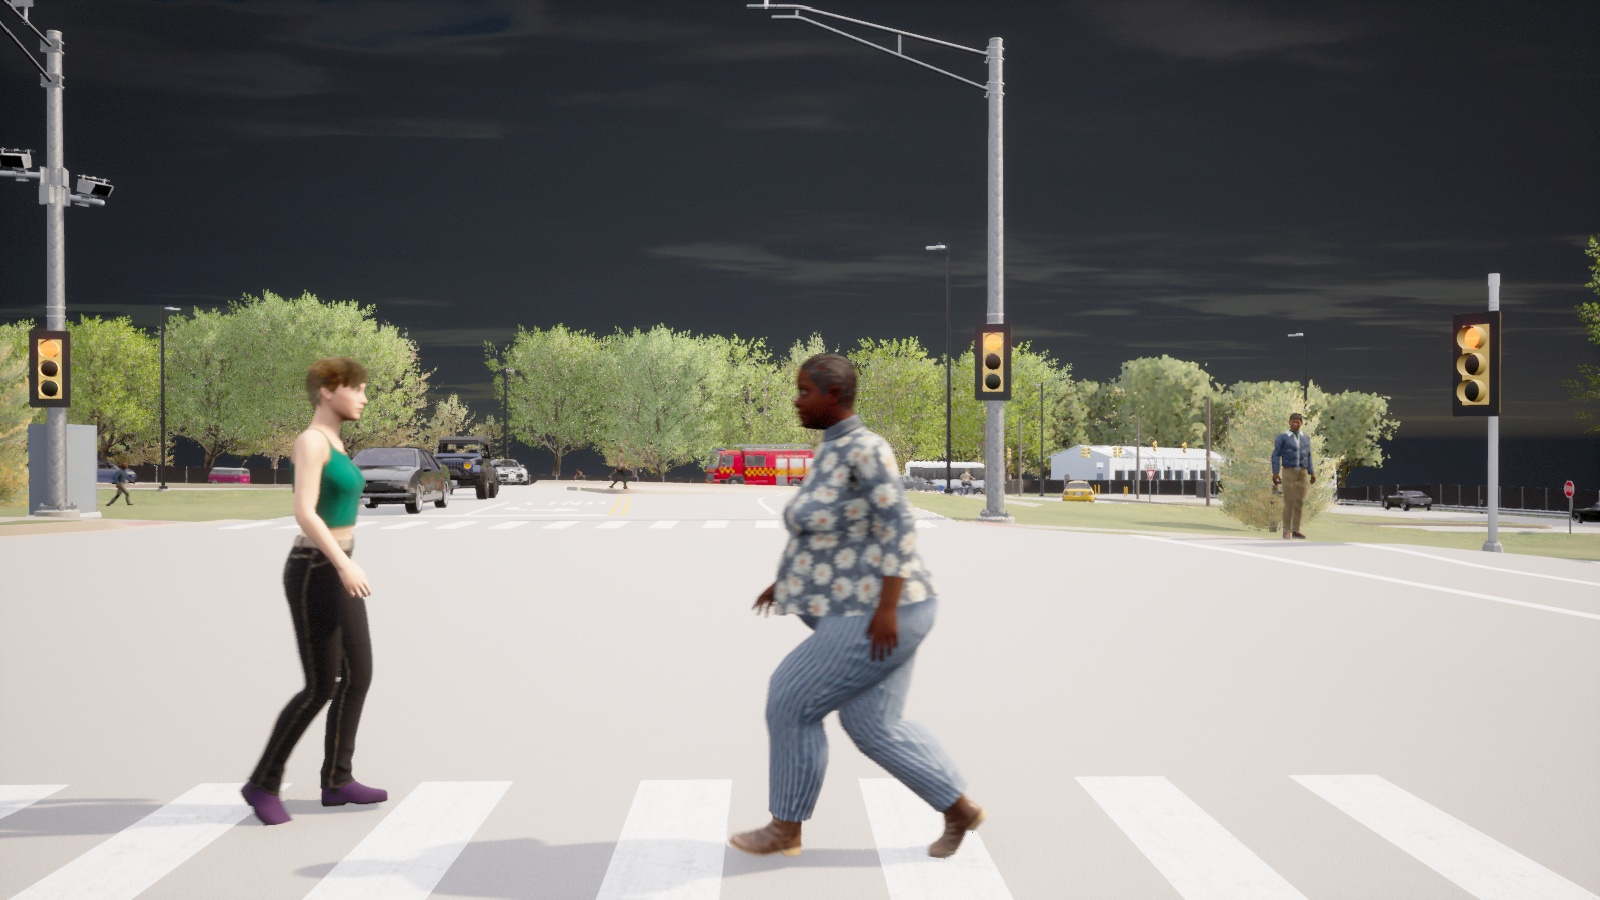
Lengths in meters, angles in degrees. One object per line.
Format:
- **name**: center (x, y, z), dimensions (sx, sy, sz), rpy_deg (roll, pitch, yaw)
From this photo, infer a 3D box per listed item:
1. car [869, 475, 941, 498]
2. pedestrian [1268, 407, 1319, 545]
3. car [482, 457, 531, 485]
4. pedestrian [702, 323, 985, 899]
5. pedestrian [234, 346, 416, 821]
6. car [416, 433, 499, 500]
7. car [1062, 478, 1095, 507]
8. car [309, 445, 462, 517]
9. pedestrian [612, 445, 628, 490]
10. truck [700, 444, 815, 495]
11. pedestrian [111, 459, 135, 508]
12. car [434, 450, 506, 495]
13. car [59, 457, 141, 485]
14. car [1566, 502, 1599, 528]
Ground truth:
- **car**: center (7.600, 2.641, 90.935), dimensions (4.902, 1.511, 2.128), rpy_deg (0, -4, 44)
- **pedestrian**: center (7.141, 0.368, 18.201), dimensions (0.423, 1.949, 0.788), rpy_deg (0, 1, 0)
- **car**: center (-16.473, 1.190, 70.312), dimensions (1.970, 1.475, 3.806), rpy_deg (1, -2, -24)
- **pedestrian**: center (0.117, 0.521, 4.431), dimensions (0.900, 1.855, 0.874), rpy_deg (0, 1, -3)
- **pedestrian**: center (-1.887, 0.514, 5.024), dimensions (0.594, 1.836, 0.345), rpy_deg (0, 1, -1)
- **car**: center (-10.076, 0.492, 37.225), dimensions (1.905, 1.878, 3.866), rpy_deg (0, -1, -8)
- **car**: center (16.548, 2.516, 74.795), dimensions (1.801, 1.575, 5.366), rpy_deg (0, -1, 12)
- **car**: center (-8.879, 0.613, 27.407), dimensions (2.033, 1.411, 5.357), rpy_deg (0, 0, -6)
- **pedestrian**: center (-7.414, 0.700, 51.813), dimensions (0.634, 1.846, 0.331), rpy_deg (0, 1, -13)
- **truck**: center (-3.316, 1.491, 98.235), dimensions (8.468, 3.827, 2.891), rpy_deg (0, 0, -21)
- **pedestrian**: center (-25.895, 1.272, 48.029), dimensions (0.726, 1.835, 0.370), rpy_deg (0, 1, -8)
- **car**: center (-12.070, 0.812, 45.692), dimensions (2.128, 1.511, 4.902), rpy_deg (0, -1, -19)
- **car**: center (-42.794, 1.291, 76.811), dimensions (3.988, 1.617, 1.851), rpy_deg (2, -3, -44)
- **car**: center (44.850, 3.613, 69.614), dimensions (1.895, 1.301, 4.718), rpy_deg (0, -1, 0)
